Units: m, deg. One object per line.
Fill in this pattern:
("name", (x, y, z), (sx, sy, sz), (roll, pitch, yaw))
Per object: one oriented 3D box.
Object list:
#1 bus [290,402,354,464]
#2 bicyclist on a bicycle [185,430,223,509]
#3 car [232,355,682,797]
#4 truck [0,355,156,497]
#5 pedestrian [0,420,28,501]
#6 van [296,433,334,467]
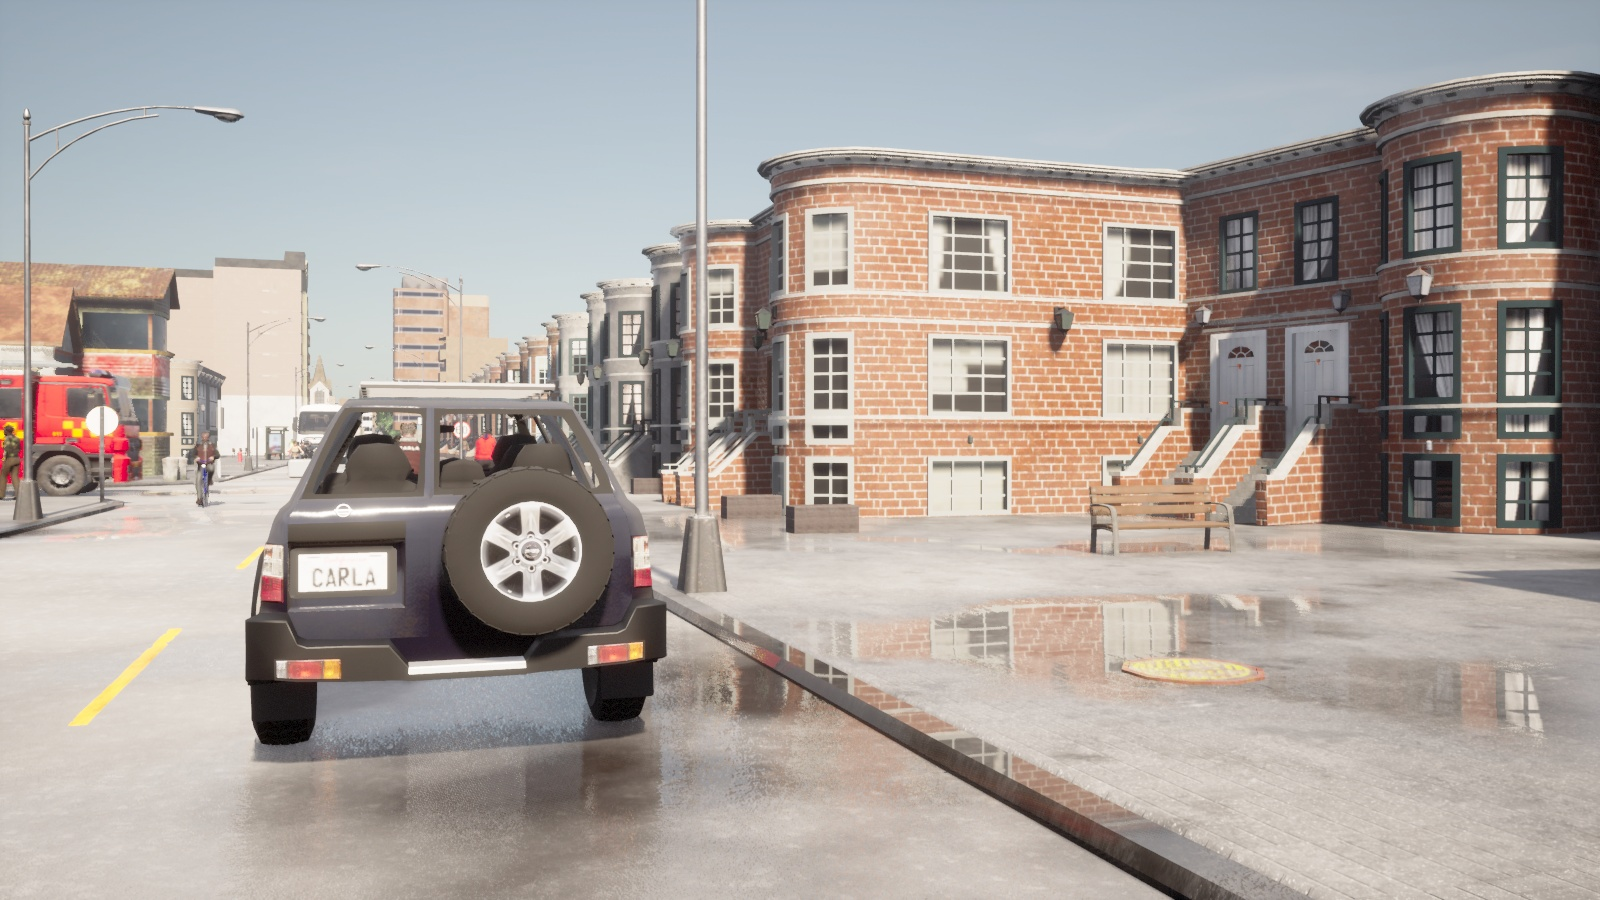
("bus", (-34.491, -1.190, 90.963), (3.944, 4.253, 10.273), (0, 0, -19))
("bicyclist on a bicycle", (-13.786, 0.433, 29.081), (0.659, 1.776, 1.843), (0, 0, -21))
("car", (-2.210, 0.515, 7.759), (1.932, 1.855, 4.605), (0, 0, -19))
("truck", (-22.872, -0.649, 34.985), (8.468, 3.827, 2.891), (0, 0, -19))
("pedestrian", (-18.999, 0.257, 30.176), (0.692, 1.930, 0.395), (0, 0, 14))
("van", (-30.448, -0.017, 78.948), (2.069, 2.038, 4.480), (0, 0, -19))
